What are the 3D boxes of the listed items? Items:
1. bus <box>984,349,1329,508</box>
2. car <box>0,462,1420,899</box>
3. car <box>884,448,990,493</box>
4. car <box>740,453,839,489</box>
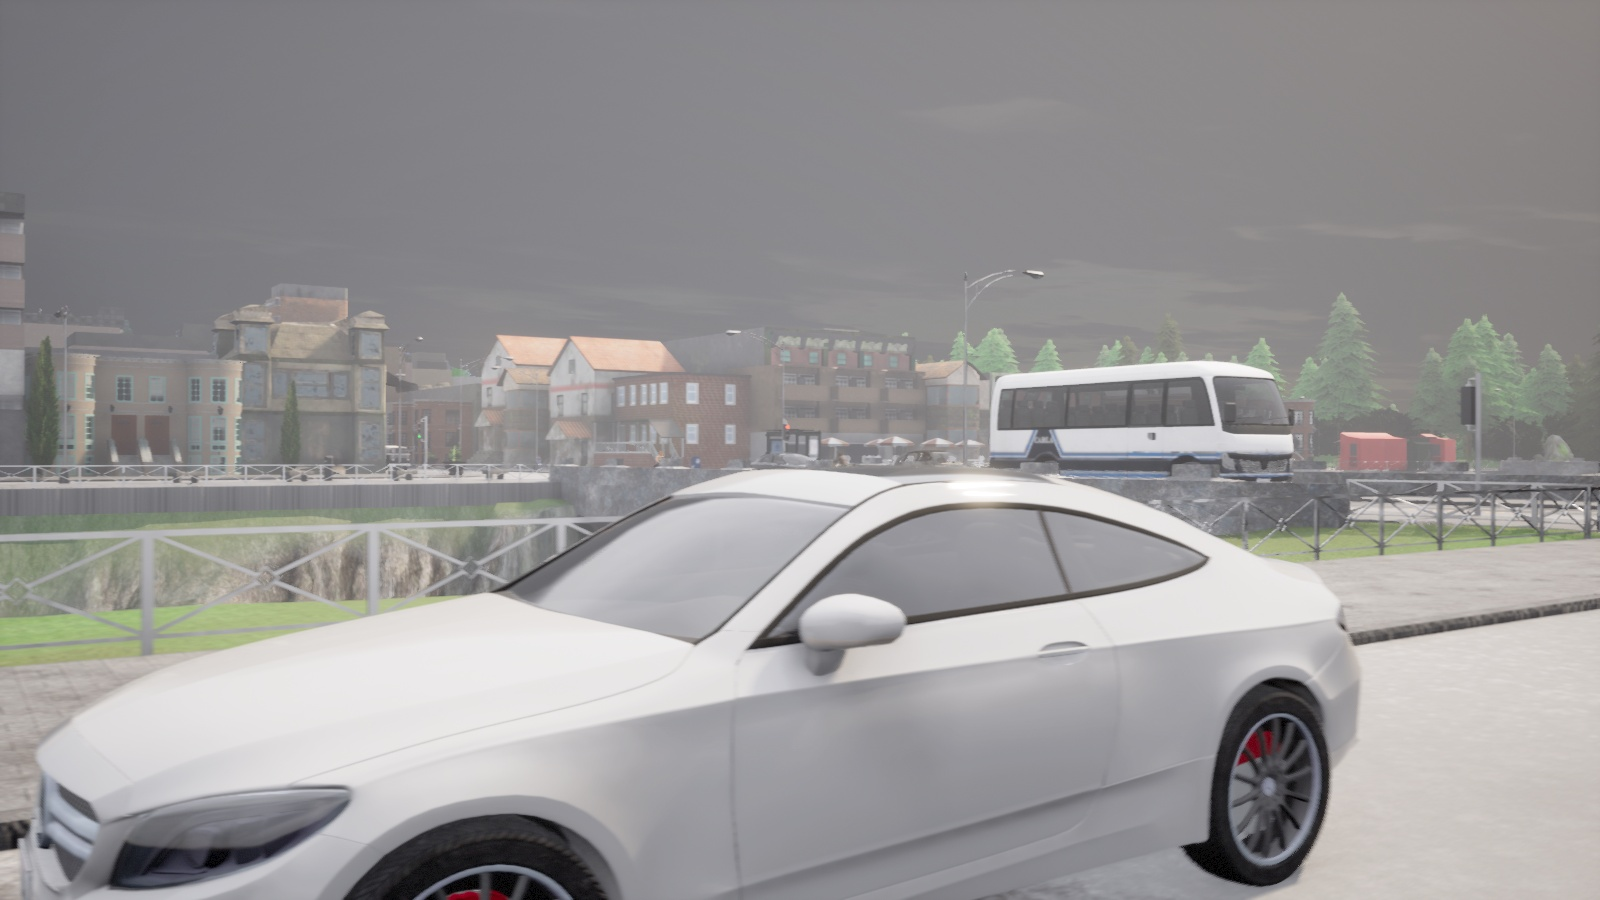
[{"bbox_3d":[10.647,-0.558,39.110,3.944,4.253,10.273,0,0,-33],"label":"bus"},{"bbox_3d":[-0.058,0.781,4.228,4.674,1.442,1.812,0,0,-35],"label":"car"},{"bbox_3d":[5.085,0.748,47.041,1.851,1.617,3.988,0,0,-33],"label":"car"},{"bbox_3d":[-0.523,0.885,54.950,1.837,1.490,4.892,0,0,-36],"label":"car"}]
